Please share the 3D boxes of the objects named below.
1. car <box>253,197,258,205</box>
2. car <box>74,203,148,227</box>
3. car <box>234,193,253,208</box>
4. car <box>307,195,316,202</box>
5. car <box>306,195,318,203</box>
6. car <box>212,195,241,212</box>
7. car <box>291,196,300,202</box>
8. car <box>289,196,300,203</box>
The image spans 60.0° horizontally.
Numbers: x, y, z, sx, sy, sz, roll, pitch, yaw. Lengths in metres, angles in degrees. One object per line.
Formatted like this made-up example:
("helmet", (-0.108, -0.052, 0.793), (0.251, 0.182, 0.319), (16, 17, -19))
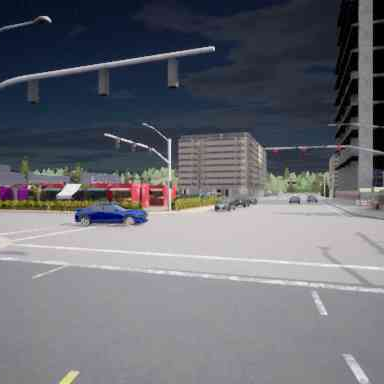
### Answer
("car", (10.359, 1.559, 58.613), (1.994, 1.385, 4.181), (0, 0, 19))
("car", (-5.542, 1.521, 22.879), (5.008, 1.535, 1.882), (0, 0, 8))
("car", (7.157, 1.217, 49.079), (2.150, 2.045, 5.566), (0, 0, 18))
("car", (27.840, 1.517, 77.641), (1.812, 1.442, 4.674), (0, 0, 18))
("car", (24.573, 1.535, 67.778), (2.033, 1.411, 5.357), (0, 0, 18))
("car", (4.024, 1.488, 39.686), (2.128, 1.511, 4.902), (0, 0, 18))
("car", (24.373, 1.546, 78.308), (1.994, 1.385, 4.181), (0, 0, 18))
("car", (20.442, 1.556, 66.190), (1.994, 1.385, 4.181), (0, 0, 18))
